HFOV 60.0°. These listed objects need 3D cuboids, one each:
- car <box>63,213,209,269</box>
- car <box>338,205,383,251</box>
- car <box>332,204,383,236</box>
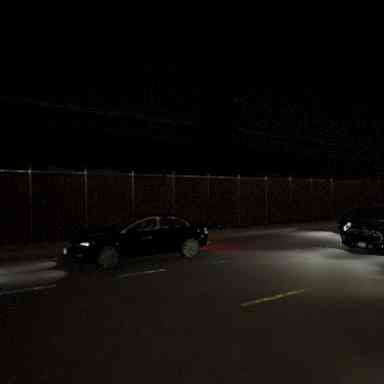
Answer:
[{"bbox_3d":[-1.708,1.491,11.220,4.902,1.511,2.128,0,0,-33],"label":"car"},{"bbox_3d":[8.121,1.352,13.433,4.553,1.767,2.097,0,0,-33],"label":"car"},{"bbox_3d":[10.361,1.504,19.049,4.892,1.490,1.837,0,0,-33],"label":"car"}]
